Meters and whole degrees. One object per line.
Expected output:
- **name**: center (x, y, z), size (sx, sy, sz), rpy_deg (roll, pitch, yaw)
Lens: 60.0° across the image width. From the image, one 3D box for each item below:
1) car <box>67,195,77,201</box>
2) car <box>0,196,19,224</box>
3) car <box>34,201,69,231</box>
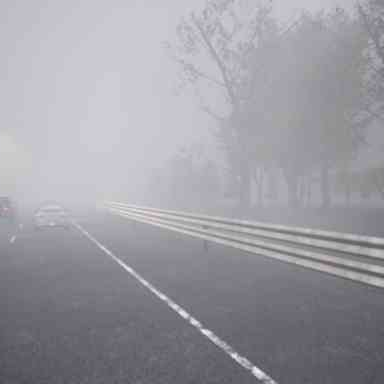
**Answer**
- **car**: center (-29.419, 1.545, 81.319), size (1.812, 1.442, 4.674), rpy_deg (-1, 0, -18)
- **car**: center (-14.444, 1.309, 25.003), size (2.150, 2.045, 5.566), rpy_deg (-1, 0, -24)
- **car**: center (-8.790, 1.561, 20.861), size (1.812, 1.442, 4.674), rpy_deg (-1, 0, -24)
